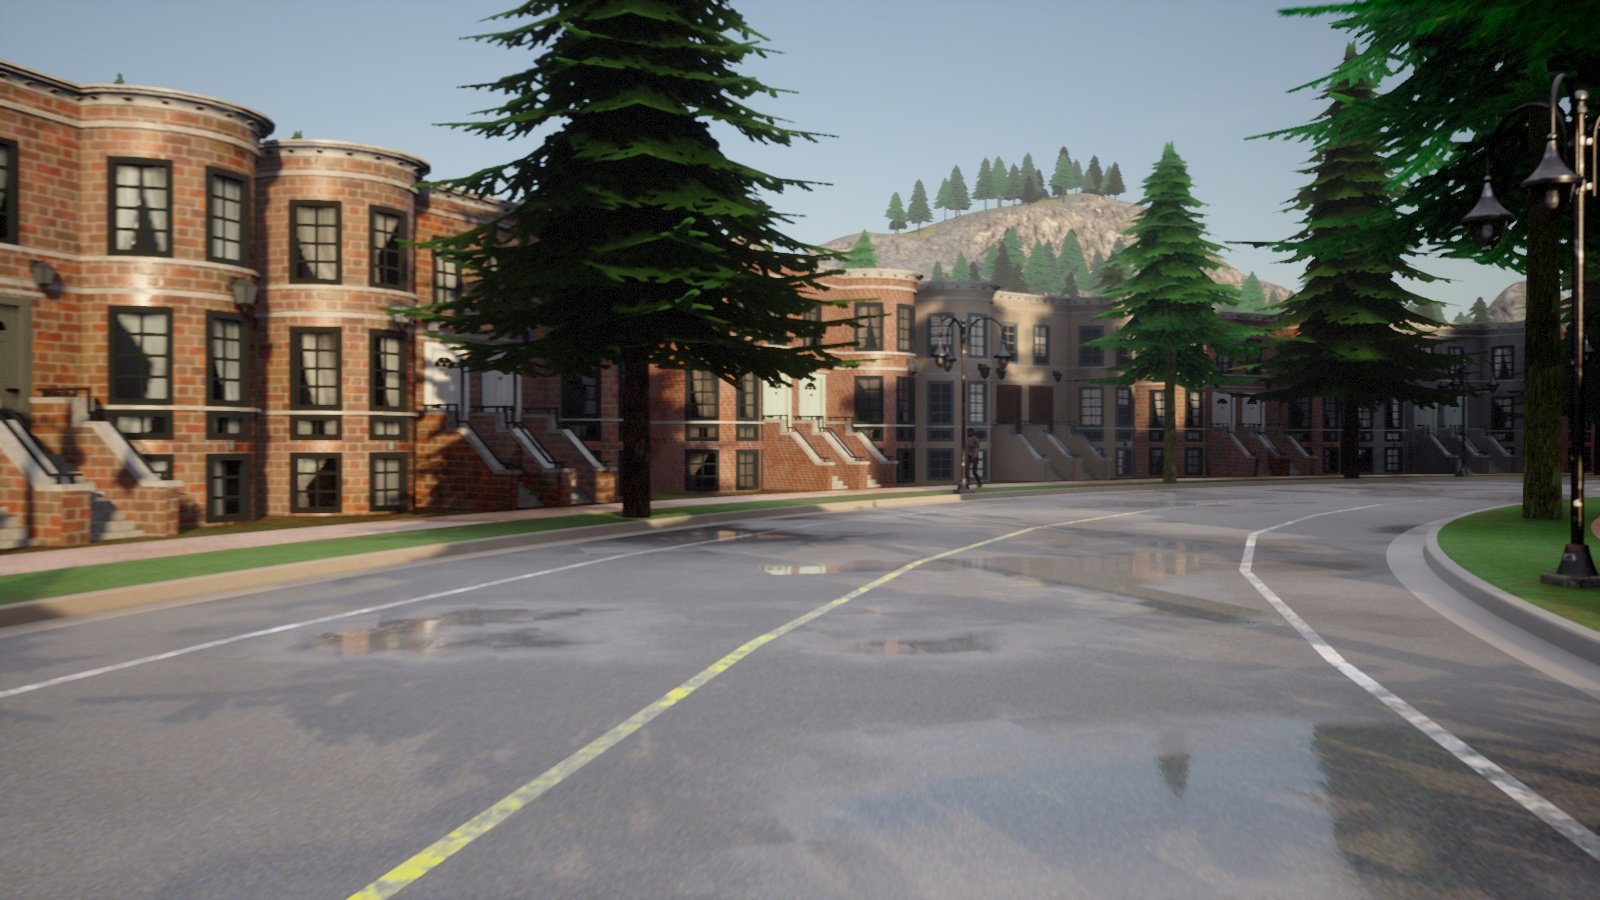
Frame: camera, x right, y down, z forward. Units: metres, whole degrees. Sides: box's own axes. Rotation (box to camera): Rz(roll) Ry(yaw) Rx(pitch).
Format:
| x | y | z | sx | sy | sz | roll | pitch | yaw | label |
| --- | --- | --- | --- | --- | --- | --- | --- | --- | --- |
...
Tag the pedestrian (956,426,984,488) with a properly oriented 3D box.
| x | y | z | sx | sy | sz | roll | pitch | yaw | label |
| --- | --- | --- | --- | --- | --- | --- | --- | --- | --- |
| 4.993 | 0.204 | 36.813 | 0.869 | 1.805 | 0.328 | 0 | 0 | -42 | pedestrian |
